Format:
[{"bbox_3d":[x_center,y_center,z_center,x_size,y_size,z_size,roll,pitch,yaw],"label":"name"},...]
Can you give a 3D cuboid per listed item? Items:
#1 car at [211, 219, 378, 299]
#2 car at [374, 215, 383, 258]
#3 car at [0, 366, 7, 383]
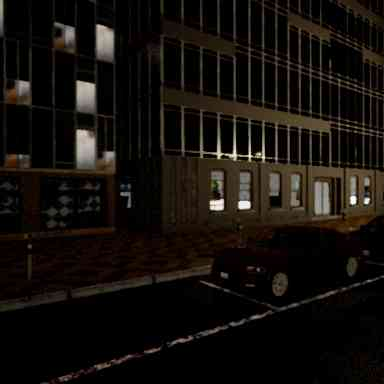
[{"bbox_3d":[2.517,1.508,8.355,4.507,1.381,1.887,0,0,-36],"label":"car"},{"bbox_3d":[7.150,1.498,11.664,4.313,1.339,1.947,0,0,-36],"label":"car"},{"bbox_3d":[-3.193,1.536,1.099,4.674,1.442,1.812,0,0,-36],"label":"car"}]
